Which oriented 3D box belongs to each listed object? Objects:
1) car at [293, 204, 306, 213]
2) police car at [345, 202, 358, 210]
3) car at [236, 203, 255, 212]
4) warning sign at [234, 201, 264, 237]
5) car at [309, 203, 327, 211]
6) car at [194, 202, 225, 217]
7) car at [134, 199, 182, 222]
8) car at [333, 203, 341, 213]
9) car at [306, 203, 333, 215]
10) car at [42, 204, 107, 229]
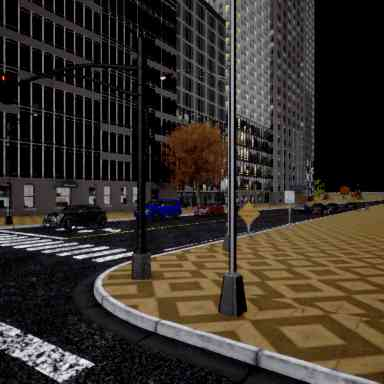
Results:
[{"bbox_3d":[17.155,2.507,51.327,2.033,1.411,5.357,0,-1,32],"label":"car"},{"bbox_3d":[31.586,2.739,65.790,1.930,1.638,5.238,0,-1,33],"label":"police car"},{"bbox_3d":[7.630,2.371,48.835,2.033,1.411,5.357,0,-1,33],"label":"car"},{"bbox_3d":[3.164,1.454,18.528,1.300,1.860,1.060,1,1,33],"label":"warning sign"},{"bbox_3d":[22.812,2.690,60.097,2.033,1.411,5.357,0,-1,33],"label":"car"},{"bbox_3d":[2.129,1.995,40.378,2.097,1.767,4.553,0,-1,33],"label":"car"},{"bbox_3d":[-3.171,1.689,32.166,2.150,2.045,5.566,0,-1,33],"label":"car"},{"bbox_3d":[23.166,2.574,54.659,1.837,1.490,4.892,0,-1,33],"label":"car"},{"bbox_3d":[17.764,2.399,46.272,1.837,1.490,4.892,0,-1,33],"label":"car"},{"bbox_3d":[-8.390,1.648,24.075,2.097,1.767,4.553,0,-1,33],"label":"car"}]
